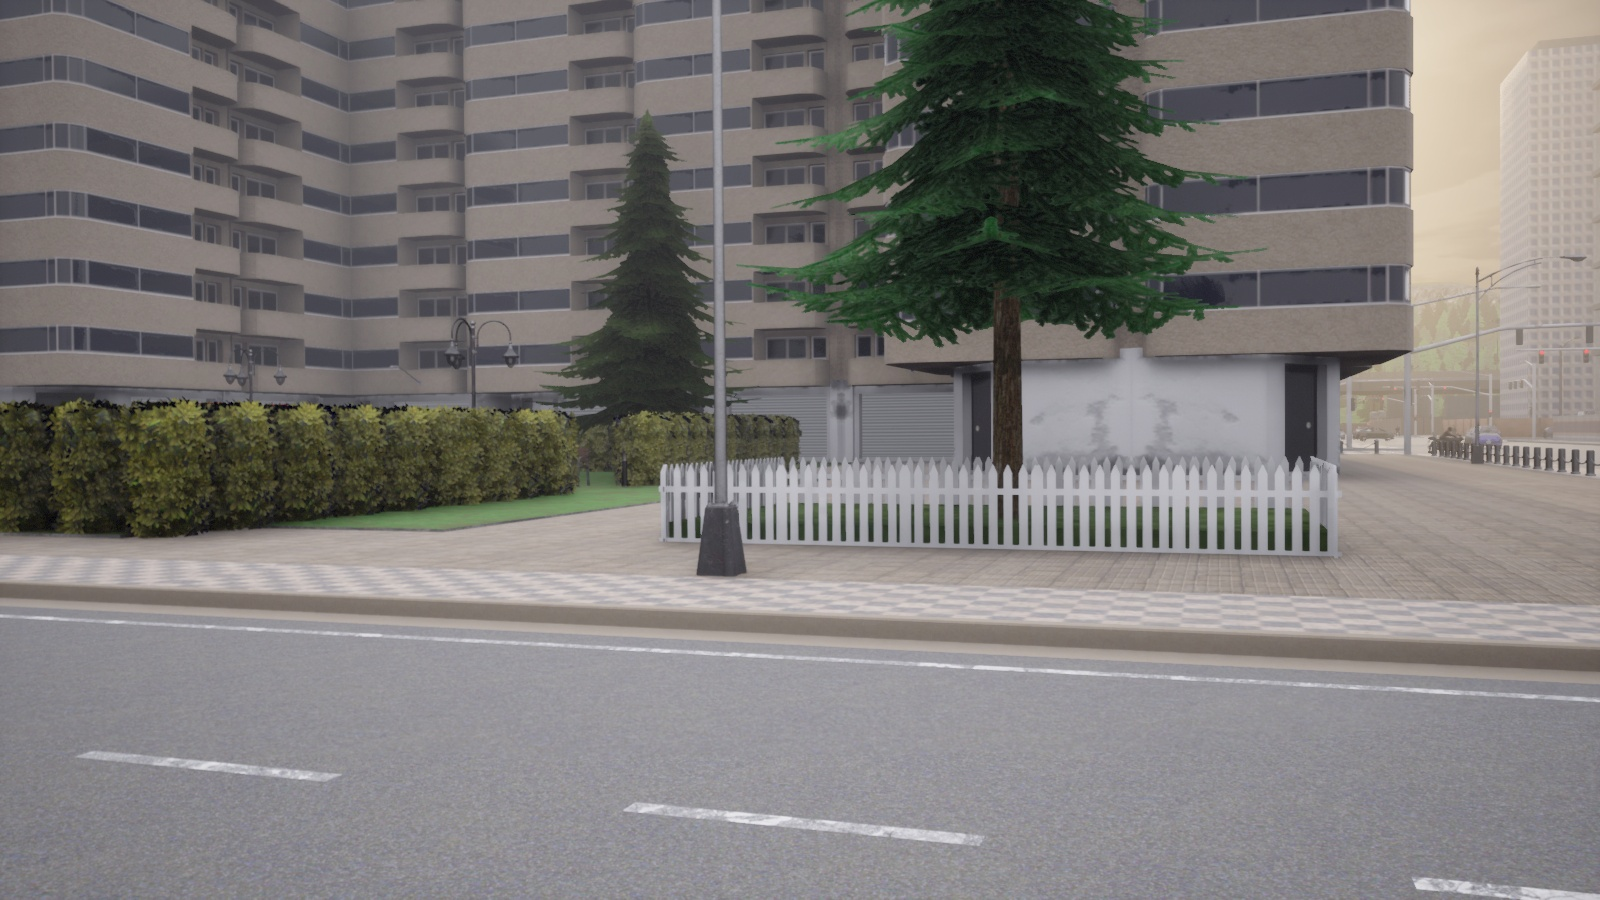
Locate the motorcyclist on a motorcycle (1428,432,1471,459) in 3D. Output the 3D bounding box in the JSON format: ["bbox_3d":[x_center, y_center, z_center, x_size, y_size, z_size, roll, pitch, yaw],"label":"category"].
[{"bbox_3d":[36.394,-0.257,70.388,2.044,1.523,0.797,0,1,17],"label":"motorcyclist on a motorcycle"}]
